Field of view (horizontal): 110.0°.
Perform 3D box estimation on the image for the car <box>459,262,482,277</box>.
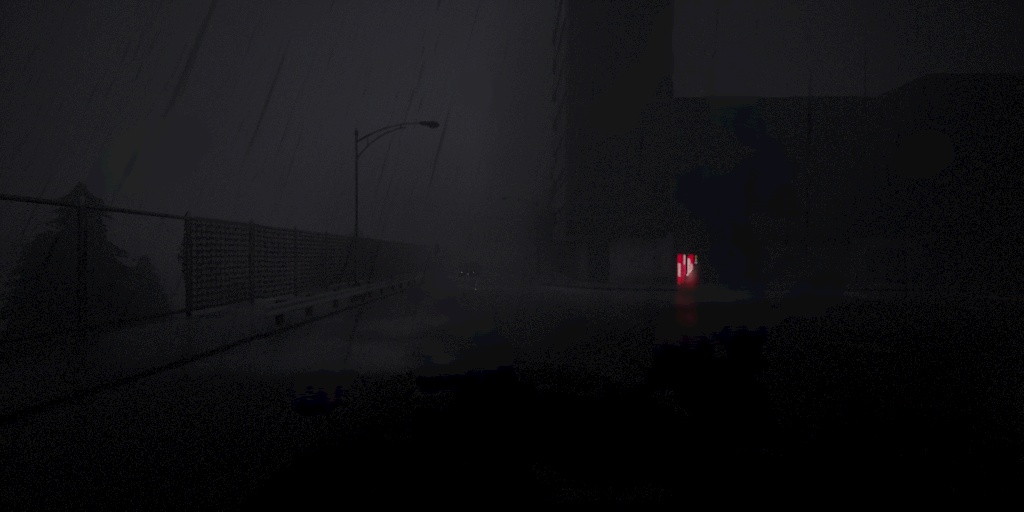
[{"bbox_3d":[-3.991,1.324,34.804,1.837,1.490,4.892,0,1,0],"label":"car"}]
